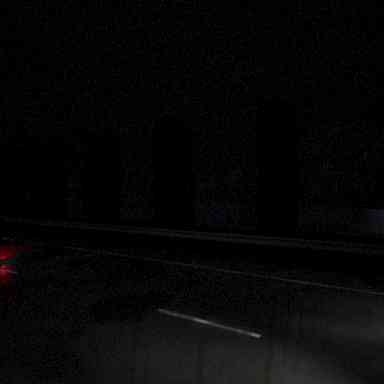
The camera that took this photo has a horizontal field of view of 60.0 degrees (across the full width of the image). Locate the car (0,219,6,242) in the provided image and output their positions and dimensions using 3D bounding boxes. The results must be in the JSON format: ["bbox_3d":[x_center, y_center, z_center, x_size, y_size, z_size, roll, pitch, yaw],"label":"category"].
[{"bbox_3d":[-10.547,1.559,15.373,4.902,1.511,2.128,0,0,34],"label":"car"}]
